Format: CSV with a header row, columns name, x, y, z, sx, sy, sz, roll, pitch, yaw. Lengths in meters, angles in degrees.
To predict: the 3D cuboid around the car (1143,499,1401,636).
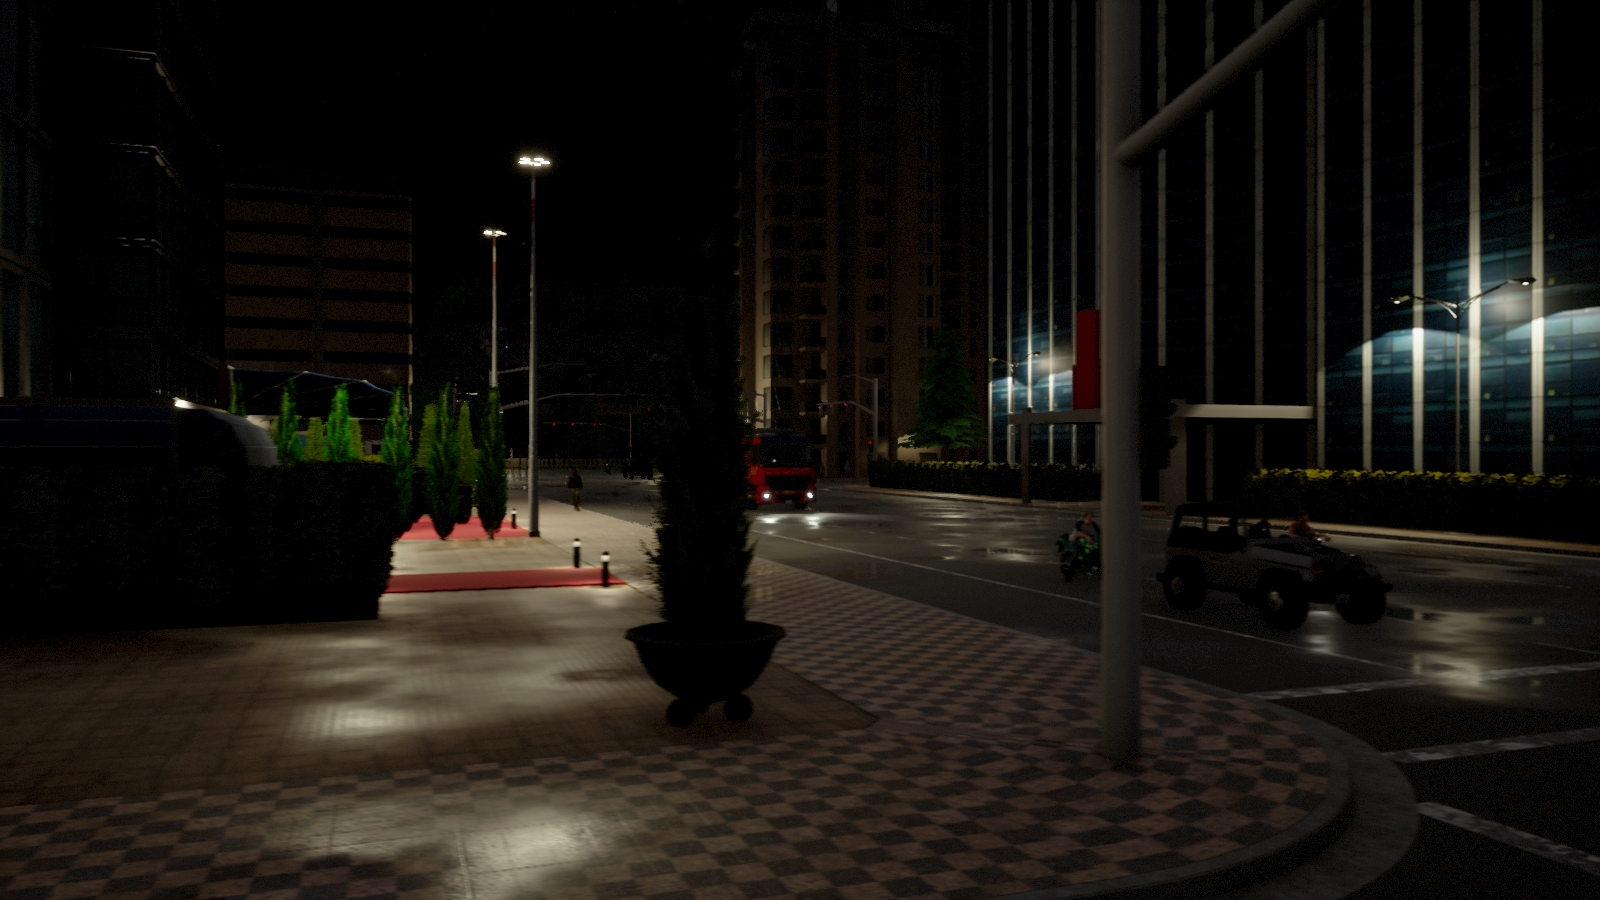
name,x,y,z,sx,sy,sz,roll,pitch,yaw
car,7.810,1.856,19.313,1.905,1.878,3.866,0,0,-20
